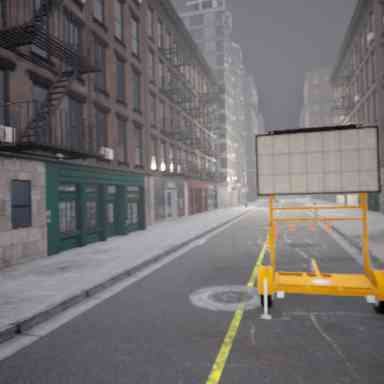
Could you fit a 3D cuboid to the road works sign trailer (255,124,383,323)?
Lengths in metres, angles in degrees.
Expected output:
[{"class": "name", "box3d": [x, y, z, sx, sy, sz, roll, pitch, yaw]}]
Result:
[{"class": "road works sign trailer", "box3d": [2.618, 0.448, 7.053, 2.380, 3.560, 2.880, -2, -1, 16]}]

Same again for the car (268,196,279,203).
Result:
[{"class": "car", "box3d": [16.927, 1.561, 68.526, 1.837, 1.490, 4.892, -2, 0, 16]}]
